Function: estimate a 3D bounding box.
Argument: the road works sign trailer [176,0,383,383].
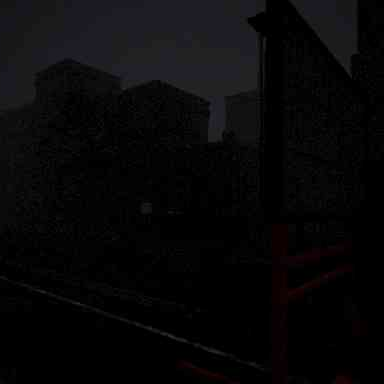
[{"bbox_3d":[0.986,0.626,2.908,2.880,3.560,2.380,-1,-3,39],"label":"road works sign trailer"}]
